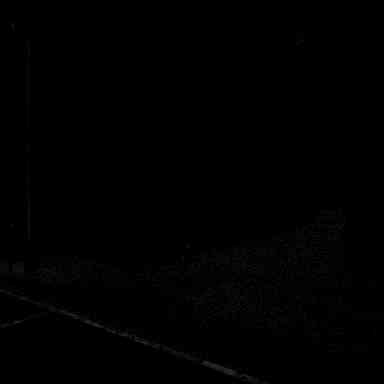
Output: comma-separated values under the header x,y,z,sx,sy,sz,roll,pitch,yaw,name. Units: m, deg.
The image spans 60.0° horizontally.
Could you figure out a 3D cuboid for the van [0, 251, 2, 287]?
x,y,z,sx,sy,sz,roll,pitch,yaw,name
-5.778,1.339,7.194,3.998,1.788,1.690,0,0,35,van
